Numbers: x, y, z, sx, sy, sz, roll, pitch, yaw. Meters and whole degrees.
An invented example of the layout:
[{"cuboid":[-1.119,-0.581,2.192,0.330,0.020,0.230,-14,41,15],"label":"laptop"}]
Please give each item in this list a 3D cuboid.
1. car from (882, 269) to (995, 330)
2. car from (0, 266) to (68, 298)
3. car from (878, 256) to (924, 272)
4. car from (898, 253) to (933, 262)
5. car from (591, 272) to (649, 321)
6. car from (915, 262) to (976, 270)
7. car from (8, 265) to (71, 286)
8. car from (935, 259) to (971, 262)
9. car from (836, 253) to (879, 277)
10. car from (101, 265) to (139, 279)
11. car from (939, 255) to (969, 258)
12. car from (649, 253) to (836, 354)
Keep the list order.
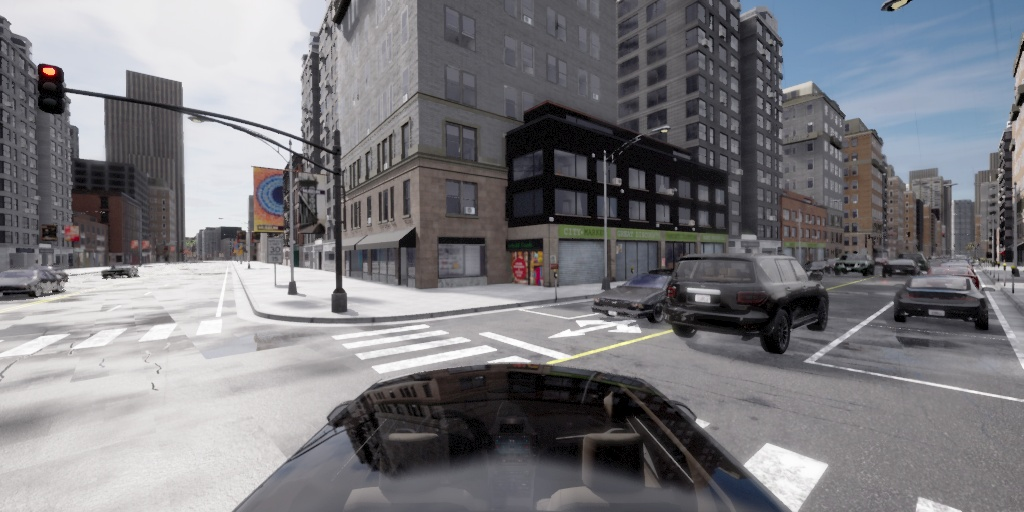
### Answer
[{"cuboid":[12.723,1.228,10.643,4.403,1.370,2.007,0,0,-38],"label":"car"},{"cuboid":[-25.764,1.429,18.926,2.033,1.411,5.357,-1,0,-38],"label":"car"},{"cuboid":[32.088,1.025,29.515,5.008,1.535,1.882,0,0,-38],"label":"car"},{"cuboid":[40.174,0.733,35.961,5.566,2.045,2.150,0,0,-38],"label":"car"},{"cuboid":[5.033,1.270,12.160,5.357,1.411,2.033,0,0,-38],"label":"car"},{"cuboid":[21.605,1.158,17.667,4.507,1.381,1.888,0,0,-38],"label":"car"},{"cuboid":[-37.448,1.512,28.548,1.994,1.385,4.181,-1,0,-38],"label":"car"},{"cuboid":[30.487,1.104,24.689,4.507,1.381,1.888,0,0,-38],"label":"car"},{"cuboid":[31.682,0.776,33.105,5.566,2.045,2.150,0,0,-38],"label":"car"},{"cuboid":[-38.707,1.530,35.468,1.895,1.301,4.718,-1,0,-38],"label":"car"},{"cuboid":[43.810,0.937,35.224,4.097,1.591,1.967,0,0,-38],"label":"car"},{"cuboid":[5.989,0.944,8.964,5.566,2.045,2.150,0,0,-38],"label":"car"}]
